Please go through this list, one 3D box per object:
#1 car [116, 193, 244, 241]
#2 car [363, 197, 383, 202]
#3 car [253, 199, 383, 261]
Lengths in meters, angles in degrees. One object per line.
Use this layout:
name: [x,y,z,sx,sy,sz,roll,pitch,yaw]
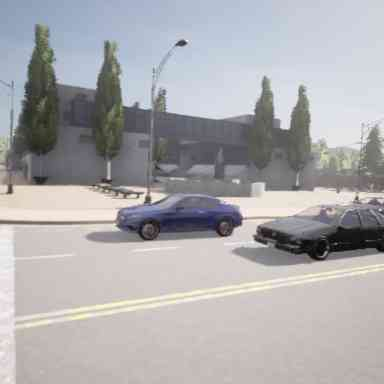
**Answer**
car: [-0.323,0.773,11.857,4.674,1.442,1.812,1,4,-27]
car: [9.758,0.981,17.714,4.181,1.385,1.994,1,4,-34]
car: [4.543,1.125,10.515,5.357,1.411,2.033,1,4,-29]
